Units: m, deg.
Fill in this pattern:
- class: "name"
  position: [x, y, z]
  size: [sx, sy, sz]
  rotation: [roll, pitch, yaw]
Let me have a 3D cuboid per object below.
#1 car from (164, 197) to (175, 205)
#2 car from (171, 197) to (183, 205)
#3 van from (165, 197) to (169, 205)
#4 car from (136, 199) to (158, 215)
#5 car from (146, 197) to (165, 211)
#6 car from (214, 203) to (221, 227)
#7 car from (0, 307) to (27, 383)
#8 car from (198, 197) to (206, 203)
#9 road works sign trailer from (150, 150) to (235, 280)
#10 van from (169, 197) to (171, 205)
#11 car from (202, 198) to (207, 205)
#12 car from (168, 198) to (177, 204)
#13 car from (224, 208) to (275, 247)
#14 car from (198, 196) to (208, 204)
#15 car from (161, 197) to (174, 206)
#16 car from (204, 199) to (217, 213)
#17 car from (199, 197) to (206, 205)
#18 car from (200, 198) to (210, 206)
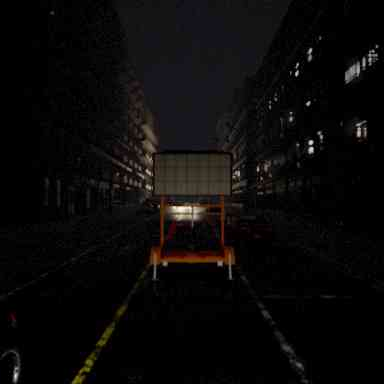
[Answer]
- class: "car"
  position: [-5.156, 1.992, 76.396]
  size: [2.192, 1.841, 5.009]
  rotation: [1, -1, 0]
- class: "car"
  position: [-2.637, 2.072, 64.004]
  size: [1.812, 1.442, 4.674]
  rotation: [0, -1, 0]
- class: "van"
  position: [-5.195, 1.791, 54.274]
  size: [1.690, 1.788, 3.998]
  rotation: [2, -1, 0]
- class: "car"
  position: [-5.229, 1.823, 37.513]
  size: [1.752, 1.417, 4.829]
  rotation: [2, -1, 0]
- class: "car"
  position: [-5.213, 1.663, 43.216]
  size: [2.192, 1.841, 5.009]
  rotation: [2, -1, 0]
- class: "car"
  position: [2.623, 1.684, 21.186]
  size: [1.752, 1.417, 4.829]
  rotation: [1, 0, 0]
- class: "car"
  position: [-2.848, 1.578, 2.041]
  size: [1.994, 1.385, 4.181]
  rotation: [0, 0, 0]
- class: "car"
  position: [2.716, 2.302, 92.915]
  size: [1.967, 1.590, 4.097]
  rotation: [1, -1, 0]
- class: "road works sign trailer"
  position: [0.015, 0.537, 10.164]
  size: [2.380, 3.560, 2.880]
  rotation: [0, 0, 0]
- class: "van"
  position: [-5.186, 1.846, 59.806]
  size: [1.690, 1.788, 3.998]
  rotation: [1, -1, 0]
- class: "car"
  position: [2.660, 1.898, 43.137]
  size: [2.008, 1.369, 4.403]
  rotation: [1, -1, 0]
- class: "car"
  position: [-5.143, 2.364, 87.455]
  size: [1.947, 1.339, 4.313]
  rotation: [1, -1, 0]
- class: "car"
  position: [2.612, 1.659, 15.484]
  size: [1.887, 1.381, 4.507]
  rotation: [1, 0, 0]
- class: "car"
  position: [2.700, 2.051, 81.853]
  size: [2.192, 1.841, 5.009]
  rotation: [1, -1, 0]
- class: "car"
  position: [-5.166, 1.934, 70.866]
  size: [2.192, 1.841, 5.009]
  rotation: [1, -1, 0]
- class: "car"
  position: [2.651, 1.843, 37.606]
  size: [1.887, 1.381, 4.507]
  rotation: [1, -1, 0]
- class: "car"
  position: [2.690, 2.049, 59.729]
  size: [1.887, 1.381, 4.507]
  rotation: [1, -1, 0]
- class: "car"
  position: [2.719, 2.058, 70.791]
  size: [1.967, 1.590, 4.097]
  rotation: [1, -1, 0]
